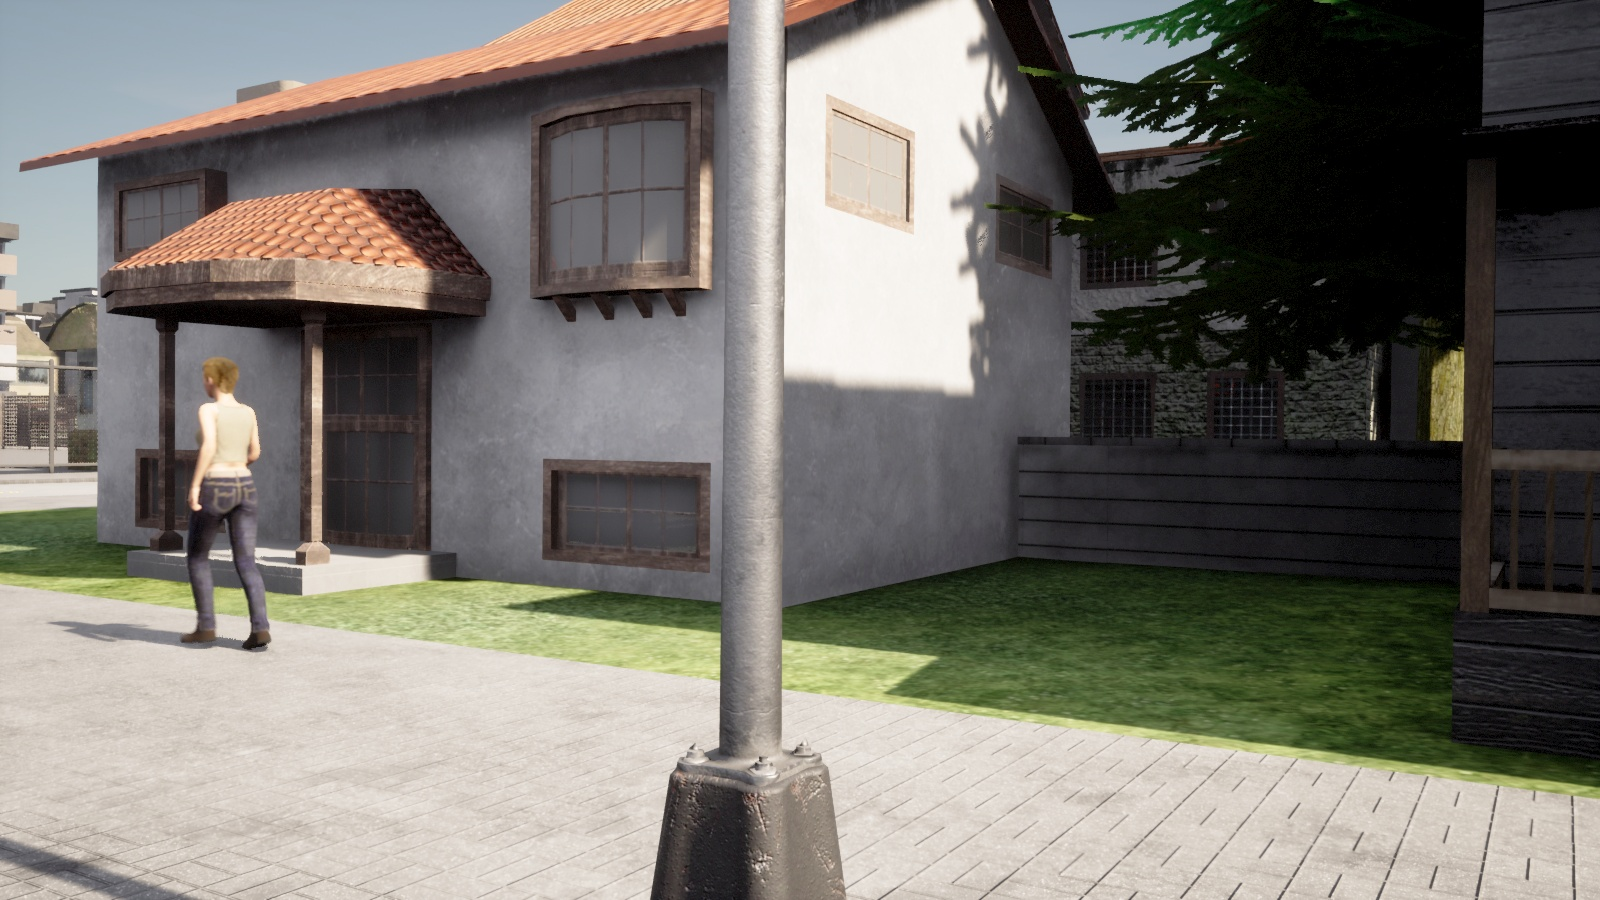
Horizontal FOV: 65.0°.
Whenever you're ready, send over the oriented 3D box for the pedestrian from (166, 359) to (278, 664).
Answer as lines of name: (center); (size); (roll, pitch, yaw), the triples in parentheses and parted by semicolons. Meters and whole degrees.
pedestrian: (-3.617, 0.366, 7.859); (0.594, 1.836, 0.345); (0, 1, 32)
